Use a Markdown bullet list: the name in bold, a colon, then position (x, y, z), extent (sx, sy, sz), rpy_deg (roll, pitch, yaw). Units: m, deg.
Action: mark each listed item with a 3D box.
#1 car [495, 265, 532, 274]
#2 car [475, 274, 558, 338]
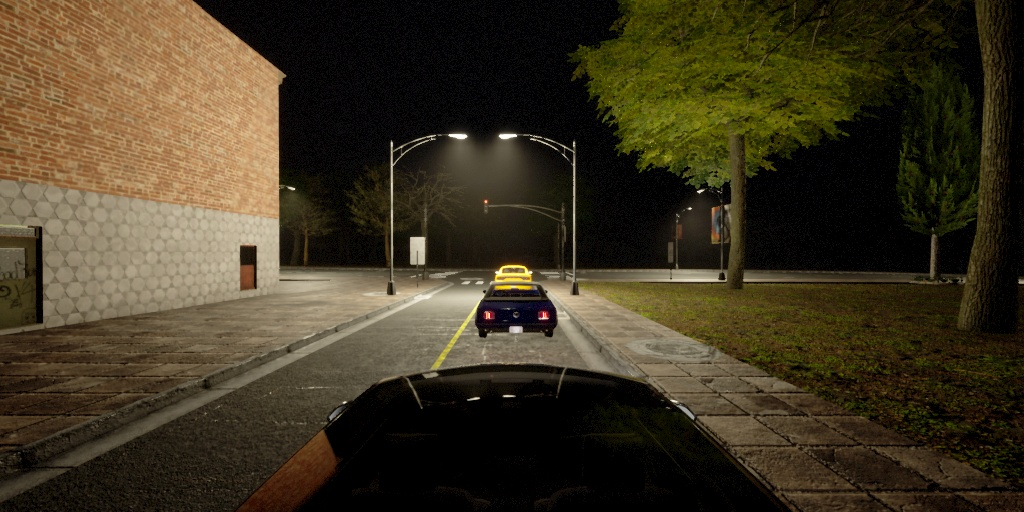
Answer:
- **car**: position (0.093, 1.255, 19.547), extent (1.882, 1.535, 5.008), rpy_deg (0, 0, 1)
- **car**: position (0.095, 1.356, 10.202), extent (1.895, 1.301, 4.718), rpy_deg (0, 0, 0)
